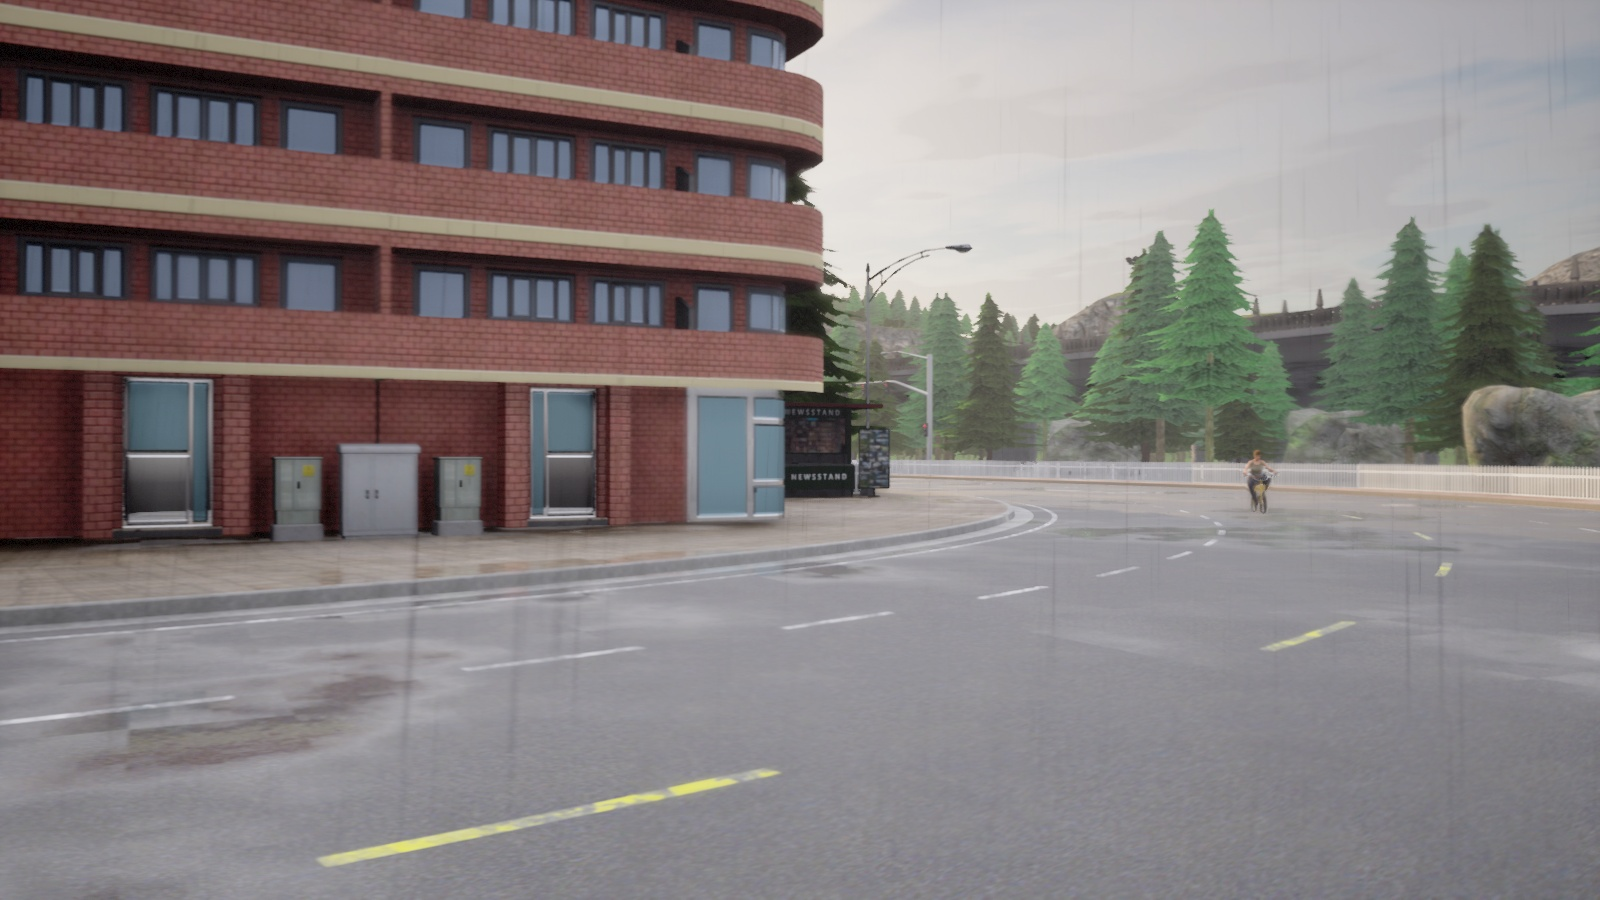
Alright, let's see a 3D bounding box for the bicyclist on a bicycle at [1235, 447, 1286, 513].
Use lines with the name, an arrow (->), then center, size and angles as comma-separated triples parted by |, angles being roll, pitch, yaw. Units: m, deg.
bicyclist on a bicycle -> 11.566, 0.750, 31.563 | 0.866, 1.612, 1.509 | -1, 0, 7
